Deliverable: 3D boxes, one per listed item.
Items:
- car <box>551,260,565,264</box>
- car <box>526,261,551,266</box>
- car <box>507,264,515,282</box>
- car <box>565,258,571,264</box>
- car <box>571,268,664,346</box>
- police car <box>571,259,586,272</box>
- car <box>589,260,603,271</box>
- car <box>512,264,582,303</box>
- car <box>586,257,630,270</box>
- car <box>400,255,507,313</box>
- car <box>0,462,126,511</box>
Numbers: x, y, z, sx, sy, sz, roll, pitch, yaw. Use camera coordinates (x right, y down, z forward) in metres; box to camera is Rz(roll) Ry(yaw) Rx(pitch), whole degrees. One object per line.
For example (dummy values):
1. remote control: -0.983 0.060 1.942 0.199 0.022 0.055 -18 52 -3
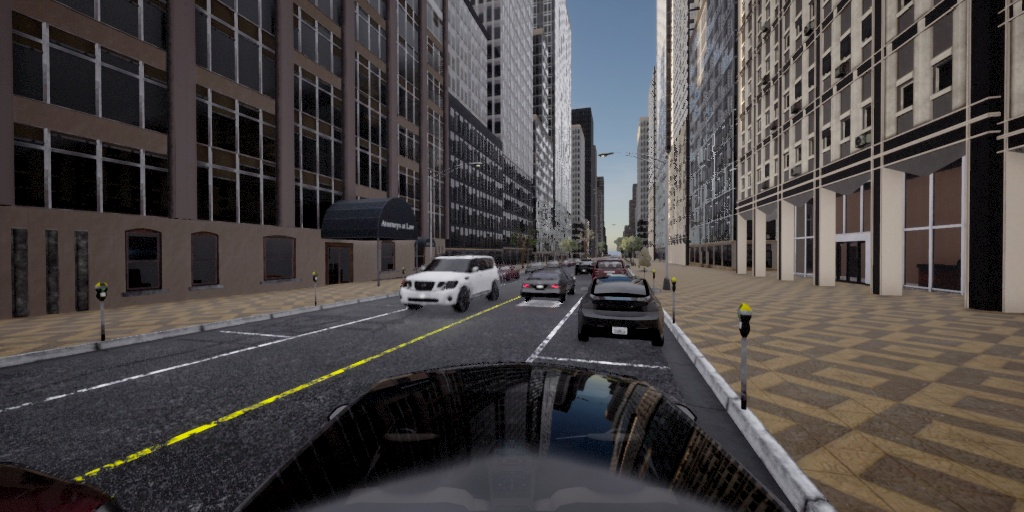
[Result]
1. car: 5.875 1.289 50.799 2.007 1.370 4.403 0 0 17
2. car: 2.643 1.293 39.901 2.007 1.370 4.403 0 0 17
3. car: -0.589 1.327 29.003 1.802 1.307 4.207 0 0 17
4. car: 9.107 1.318 61.697 1.802 1.307 4.207 0 0 17
5. car: 2.849 1.252 9.517 1.837 1.490 4.892 0 0 17
6. police car: 7.592 1.167 36.572 1.930 1.638 5.238 0 0 17
7. car: 12.059 1.264 51.279 1.812 1.442 4.674 0 0 17
8. car: 1.851 1.294 16.858 2.033 1.411 5.357 0 0 17
9. car: 5.830 1.060 21.171 2.192 1.841 5.009 0 0 17
10. car: -2.186 0.969 14.504 2.150 2.045 5.566 0 0 17
11. car: -3.105 1.315 0.150 1.994 1.385 4.181 0 0 17
